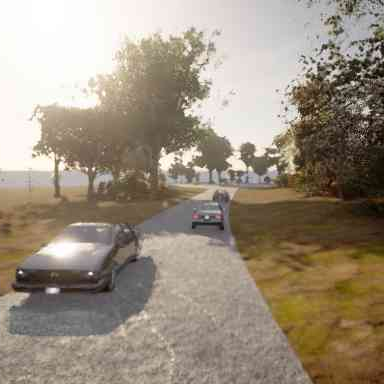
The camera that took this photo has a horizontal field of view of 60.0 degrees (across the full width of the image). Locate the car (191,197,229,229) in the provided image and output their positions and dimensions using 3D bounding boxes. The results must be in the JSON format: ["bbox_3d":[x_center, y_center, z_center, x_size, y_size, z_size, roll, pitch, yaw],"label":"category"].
[{"bbox_3d":[0.998,1.298,19.940,2.033,1.411,5.357,0,2,5],"label":"car"}]

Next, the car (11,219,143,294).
[{"bbox_3d":[-2.611,1.488,9.087,2.033,1.411,5.357,1,1,2],"label":"car"}]

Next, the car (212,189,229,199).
[{"bbox_3d":[3.602,0.344,41.336,1.812,1.442,4.674,1,3,8],"label":"car"}]
